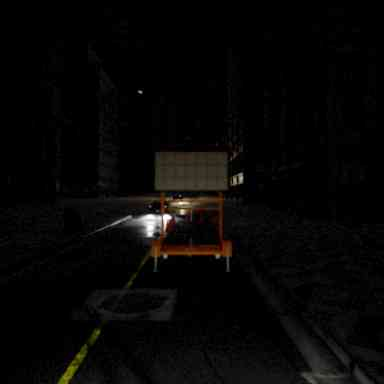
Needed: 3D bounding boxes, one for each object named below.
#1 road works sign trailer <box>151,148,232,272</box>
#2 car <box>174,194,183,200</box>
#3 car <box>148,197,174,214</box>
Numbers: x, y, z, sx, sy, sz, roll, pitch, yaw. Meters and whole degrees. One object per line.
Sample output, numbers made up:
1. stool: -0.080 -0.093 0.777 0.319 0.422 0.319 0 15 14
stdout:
1. road works sign trailer: -0.014 0.408 10.562 2.380 3.560 2.880 0 0 0
2. car: -3.110 1.157 74.158 1.994 1.385 4.181 0 0 0
3. car: -3.146 1.418 32.826 1.895 1.301 4.718 0 0 0
